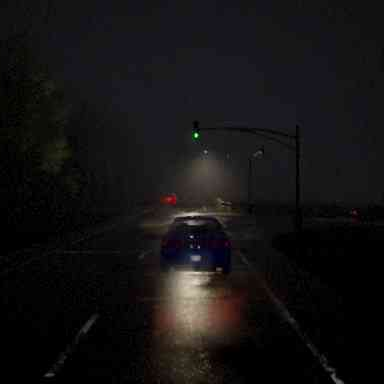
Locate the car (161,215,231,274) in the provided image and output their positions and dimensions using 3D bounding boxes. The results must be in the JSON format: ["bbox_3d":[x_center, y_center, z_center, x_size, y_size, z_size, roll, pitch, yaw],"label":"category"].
[{"bbox_3d":[0.135,1.480,10.627,1.882,1.535,5.008,0,0,1],"label":"car"}]

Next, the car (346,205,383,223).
[{"bbox_3d":[15.038,1.709,25.987,5.357,1.411,2.033,1,-1,5],"label":"car"}]

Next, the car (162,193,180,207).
[{"bbox_3d":[-3.413,1.224,50.995,2.150,2.045,5.566,0,0,0],"label":"car"}]

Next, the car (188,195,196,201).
[{"bbox_3d":[-0.023,1.491,88.412,1.837,1.490,4.892,0,0,0],"label":"car"}]

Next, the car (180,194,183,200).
[{"bbox_3d":[-3.523,1.346,89.386,2.097,1.767,4.553,0,0,0],"label":"car"}]
